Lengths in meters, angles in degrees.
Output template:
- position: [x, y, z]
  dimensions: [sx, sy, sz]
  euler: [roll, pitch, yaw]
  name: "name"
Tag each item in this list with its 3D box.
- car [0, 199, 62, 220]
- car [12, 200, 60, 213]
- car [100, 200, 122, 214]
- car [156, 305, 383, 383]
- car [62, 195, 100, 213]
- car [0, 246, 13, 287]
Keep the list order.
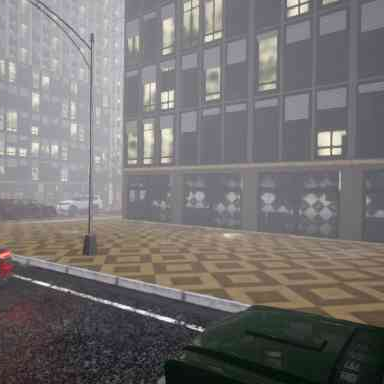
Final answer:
- position: [-14.831, 1.519, 29.944]
  dimensions: [2.192, 1.841, 5.009]
  euler: [1, 0, 36]
  name: "car"
- position: [-18.348, 1.643, 39.311]
  dimensions: [1.752, 1.417, 4.829]
  euler: [1, 0, 36]
  name: "car"
- position: [-8.052, 1.830, 39.169]
  dimensions: [1.752, 1.417, 4.829]
  euler: [1, 0, 36]
  name: "car"
- position: [2.016, 1.601, 2.248]
  dimensions: [4.718, 1.301, 1.895]
  euler: [0, 0, 35]
  name: "car"
- position: [-13.782, 1.417, 41.130]
  dimensions: [2.150, 2.045, 5.566]
  euler: [1, 0, 36]
  name: "car"
- position: [-6.093, 1.521, 7.998]
  dimensions: [4.674, 1.442, 1.812]
  euler: [0, 0, 35]
  name: "car"
